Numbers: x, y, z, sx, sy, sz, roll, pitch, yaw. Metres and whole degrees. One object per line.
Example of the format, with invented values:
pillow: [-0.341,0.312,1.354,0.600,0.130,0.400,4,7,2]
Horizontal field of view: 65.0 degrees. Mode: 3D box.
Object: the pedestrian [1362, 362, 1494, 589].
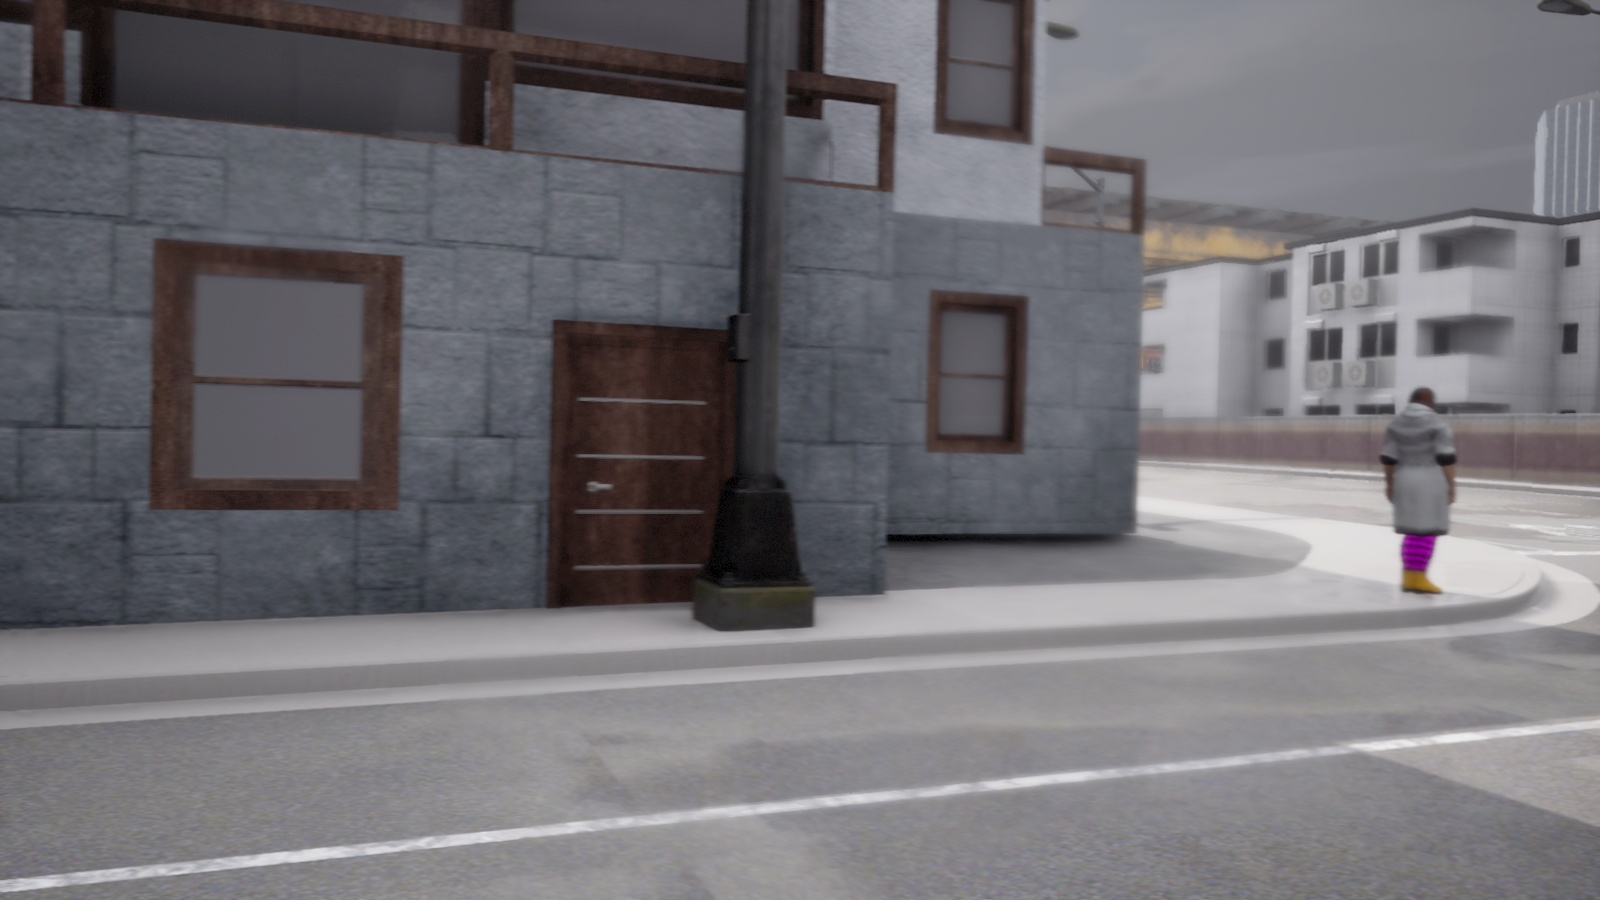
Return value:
pedestrian: [5.642,0.218,11.289,0.873,1.952,0.659,0,1,-28]
